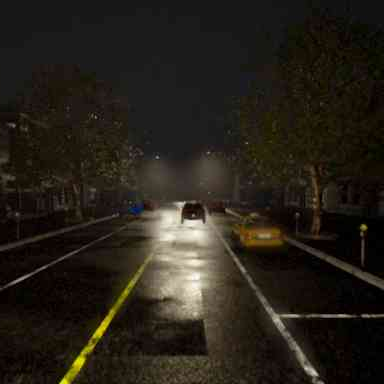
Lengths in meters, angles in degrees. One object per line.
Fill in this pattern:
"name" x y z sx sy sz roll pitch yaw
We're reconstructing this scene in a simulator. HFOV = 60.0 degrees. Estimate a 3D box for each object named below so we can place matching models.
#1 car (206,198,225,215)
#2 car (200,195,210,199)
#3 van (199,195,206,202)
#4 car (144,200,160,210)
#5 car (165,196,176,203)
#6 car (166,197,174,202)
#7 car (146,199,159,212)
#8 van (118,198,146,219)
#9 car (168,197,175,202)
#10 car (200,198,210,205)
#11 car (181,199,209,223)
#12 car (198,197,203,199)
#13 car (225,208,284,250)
"car" 2.699 1.725 36.602 1.887 1.381 4.507 -1 0 0
"car" 2.705 1.630 64.322 2.192 1.841 5.009 -1 0 0
"van" 2.713 1.763 86.499 1.690 1.788 3.998 -1 0 0
"car" -5.678 1.815 47.692 1.802 1.307 4.206 0 0 0
"car" -5.668 1.939 80.956 1.887 1.381 4.507 0 0 0
"car" -5.667 1.966 86.500 1.887 1.381 4.507 0 0 0
"car" -5.681 1.647 42.149 1.967 1.590 4.097 0 0 0
"van" -5.685 1.494 31.061 1.690 1.788 3.998 0 0 0
"car" -5.665 1.993 92.044 1.887 1.381 4.507 0 0 0
"car" 2.709 1.892 69.866 2.008 1.369 4.403 -1 0 0
"car" 0.109 1.611 26.998 1.882 1.535 5.008 0 0 0
"car" 0.114 1.781 44.282 1.994 1.385 4.181 0 0 0
"car" 2.692 1.598 14.597 1.752 1.417 4.829 -1 0 0
